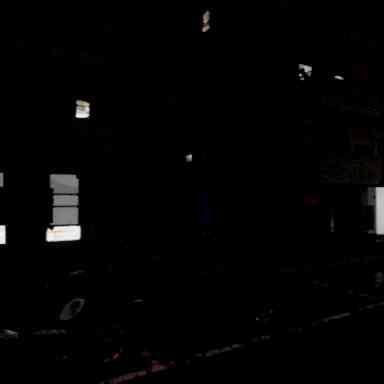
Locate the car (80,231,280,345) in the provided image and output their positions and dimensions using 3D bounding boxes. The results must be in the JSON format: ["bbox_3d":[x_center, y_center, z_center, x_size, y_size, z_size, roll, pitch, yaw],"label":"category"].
[{"bbox_3d":[-0.498,1.549,5.767,4.097,1.590,1.967,1,-1,-31],"label":"car"}]

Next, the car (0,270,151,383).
[{"bbox_3d":[-2.814,1.530,1.363,4.892,1.490,1.837,1,-1,-31],"label":"car"}]
